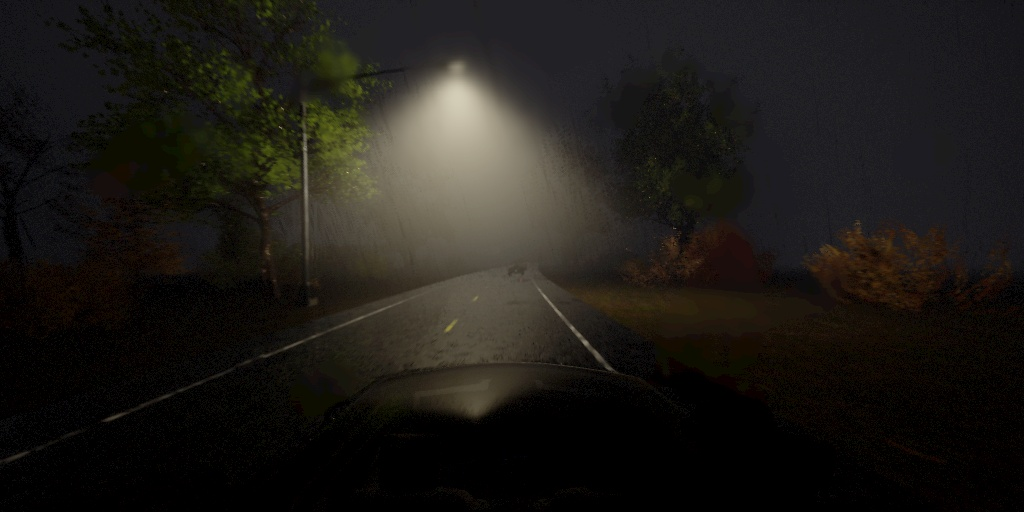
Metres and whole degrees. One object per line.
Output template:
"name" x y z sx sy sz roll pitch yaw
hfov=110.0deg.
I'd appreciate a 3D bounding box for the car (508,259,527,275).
"car" 0.562 1.534 44.104 2.128 1.511 4.902 -1 0 2
